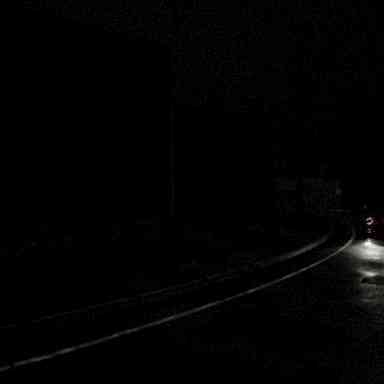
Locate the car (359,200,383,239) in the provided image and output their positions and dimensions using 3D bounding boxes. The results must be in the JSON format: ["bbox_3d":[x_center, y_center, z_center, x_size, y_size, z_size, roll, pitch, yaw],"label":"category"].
[{"bbox_3d":[9.749,1.341,16.733,2.097,1.767,4.553,0,0,26],"label":"car"}]

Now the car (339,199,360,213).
[{"bbox_3d":[18.009,1.510,36.115,2.033,1.411,5.357,1,0,-1],"label":"car"}]
